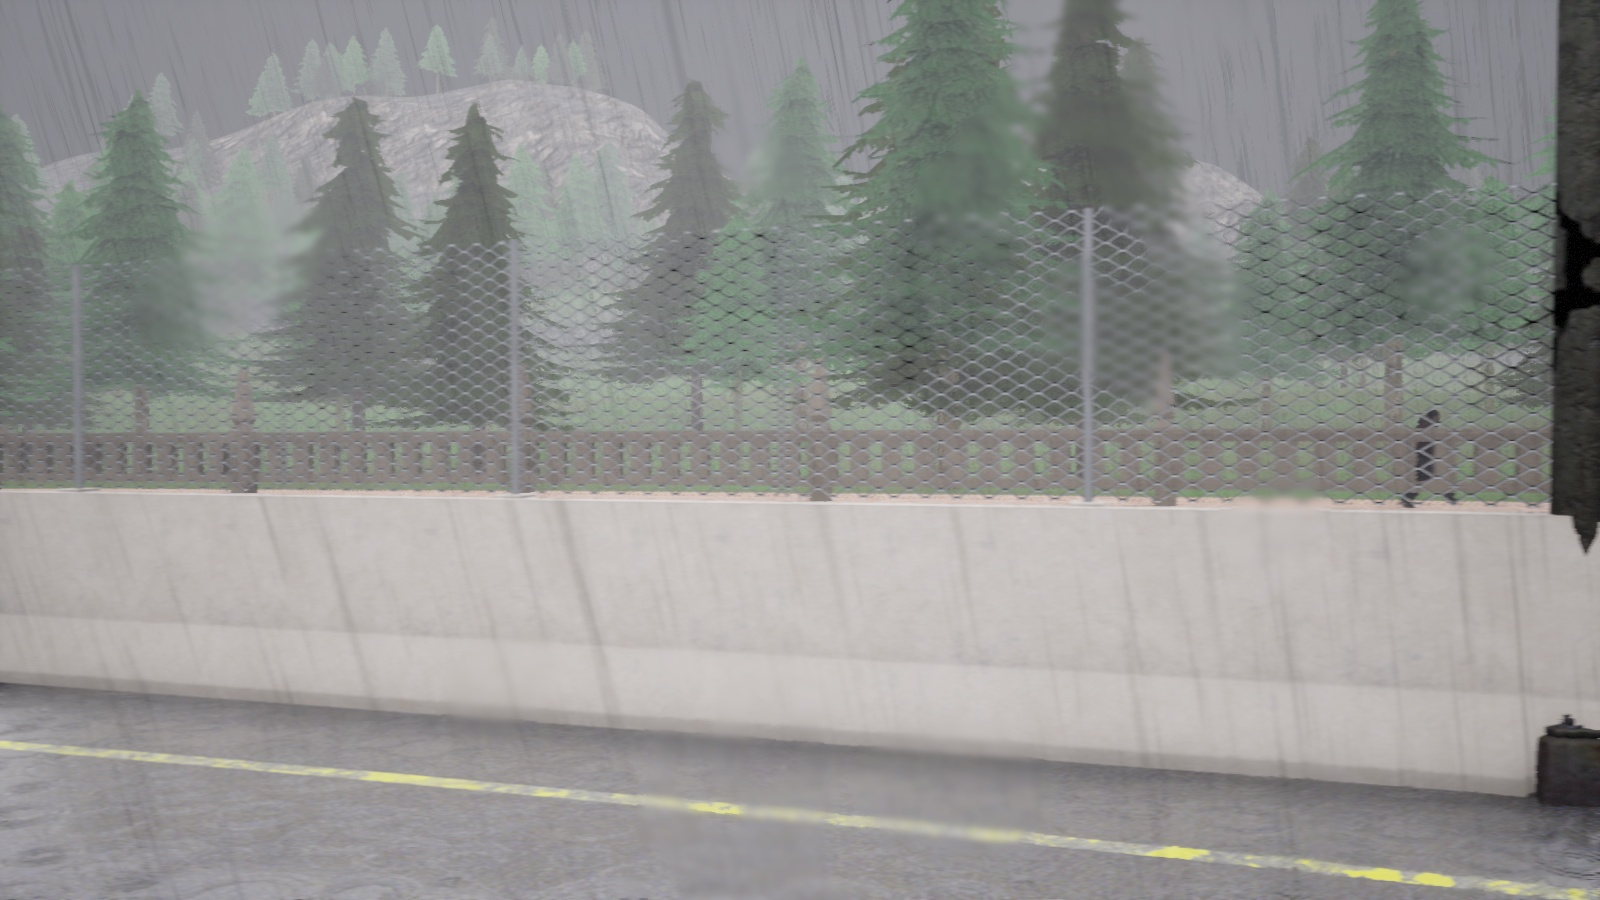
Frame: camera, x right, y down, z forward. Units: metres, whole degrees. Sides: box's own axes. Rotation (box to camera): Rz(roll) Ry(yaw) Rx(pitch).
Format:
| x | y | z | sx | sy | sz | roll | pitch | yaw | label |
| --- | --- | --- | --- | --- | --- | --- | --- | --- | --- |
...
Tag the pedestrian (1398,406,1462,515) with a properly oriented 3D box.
| x | y | z | sx | sy | sz | roll | pitch | yaw | label |
| --- | --- | --- | --- | --- | --- | --- | --- | --- | --- |
| 10.942 | 0.170 | 21.833 | 0.899 | 1.844 | 0.634 | 1 | 1 | 17 | pedestrian |
